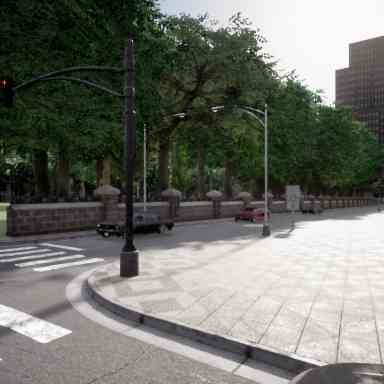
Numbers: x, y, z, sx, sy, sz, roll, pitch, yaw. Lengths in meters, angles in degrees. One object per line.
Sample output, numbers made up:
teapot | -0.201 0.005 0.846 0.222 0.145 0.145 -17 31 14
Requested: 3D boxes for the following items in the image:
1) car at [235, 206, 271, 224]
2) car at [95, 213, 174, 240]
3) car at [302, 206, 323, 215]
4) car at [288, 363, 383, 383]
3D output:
car | 5.836 2.109 31.701 1.882 1.535 5.008 0 -1 35
car | -3.145 1.911 19.003 1.895 1.301 4.718 0 -1 35
car | 17.279 2.669 47.725 1.895 1.301 4.718 0 -1 35
car | 2.371 1.551 1.272 4.403 1.369 2.008 0 0 36
